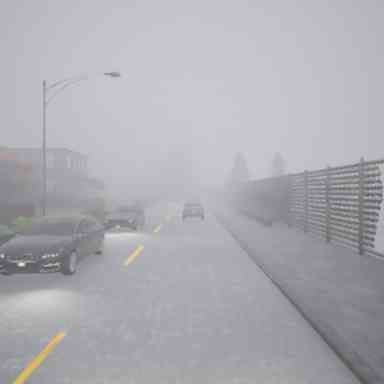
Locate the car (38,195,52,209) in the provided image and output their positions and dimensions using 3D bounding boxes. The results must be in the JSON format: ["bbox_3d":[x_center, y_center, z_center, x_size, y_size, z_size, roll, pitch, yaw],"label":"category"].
[{"bbox_3d":[-17.280,1.068,36.152,3.633,1.501,1.845,0,0,0],"label":"car"}]

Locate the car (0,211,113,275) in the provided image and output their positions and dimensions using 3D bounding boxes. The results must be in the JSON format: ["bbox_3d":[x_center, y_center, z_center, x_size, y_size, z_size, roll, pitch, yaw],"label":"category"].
[{"bbox_3d":[-4.093,1.486,10.428,1.837,1.490,4.892,0,0,0],"label":"car"}]

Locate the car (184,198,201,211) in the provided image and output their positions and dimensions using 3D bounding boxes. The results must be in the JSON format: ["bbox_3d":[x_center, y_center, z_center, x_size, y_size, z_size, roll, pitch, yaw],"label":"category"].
[{"bbox_3d":[0.048,1.471,41.793,2.033,1.411,5.357,0,0,0],"label":"car"}]

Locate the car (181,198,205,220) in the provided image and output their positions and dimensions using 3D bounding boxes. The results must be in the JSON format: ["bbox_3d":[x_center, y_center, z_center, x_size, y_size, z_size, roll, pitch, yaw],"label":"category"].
[{"bbox_3d":[0.097,1.497,27.576,2.033,1.411,5.357,0,0,0],"label":"car"}]

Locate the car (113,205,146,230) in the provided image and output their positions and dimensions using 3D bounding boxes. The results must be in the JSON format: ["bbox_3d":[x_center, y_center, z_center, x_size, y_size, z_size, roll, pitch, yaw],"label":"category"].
[{"bbox_3d":[-4.060,1.509,20.894,2.033,1.411,5.357,0,0,0],"label":"car"}]
